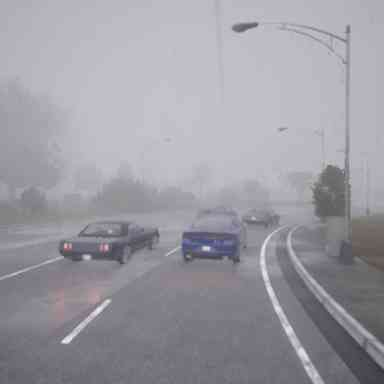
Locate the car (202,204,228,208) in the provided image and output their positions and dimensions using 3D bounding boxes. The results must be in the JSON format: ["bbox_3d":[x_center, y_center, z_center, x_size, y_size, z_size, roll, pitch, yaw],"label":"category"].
[{"bbox_3d":[1.973,1.728,26.184,1.837,1.490,4.892,0,0,27],"label":"car"}]

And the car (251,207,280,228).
[{"bbox_3d":[5.193,1.811,24.784,1.994,1.385,4.181,0,0,27],"label":"car"}]

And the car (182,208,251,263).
[{"bbox_3d":[1.015,1.594,12.609,1.882,1.535,5.008,0,0,14],"label":"car"}]

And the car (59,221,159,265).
[{"bbox_3d":[-2.704,1.695,12.191,1.895,1.301,4.718,0,0,12],"label":"car"}]

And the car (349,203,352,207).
[{"bbox_3d":[27.010,2.090,59.772,4.181,1.385,1.994,0,1,-42],"label":"car"}]
